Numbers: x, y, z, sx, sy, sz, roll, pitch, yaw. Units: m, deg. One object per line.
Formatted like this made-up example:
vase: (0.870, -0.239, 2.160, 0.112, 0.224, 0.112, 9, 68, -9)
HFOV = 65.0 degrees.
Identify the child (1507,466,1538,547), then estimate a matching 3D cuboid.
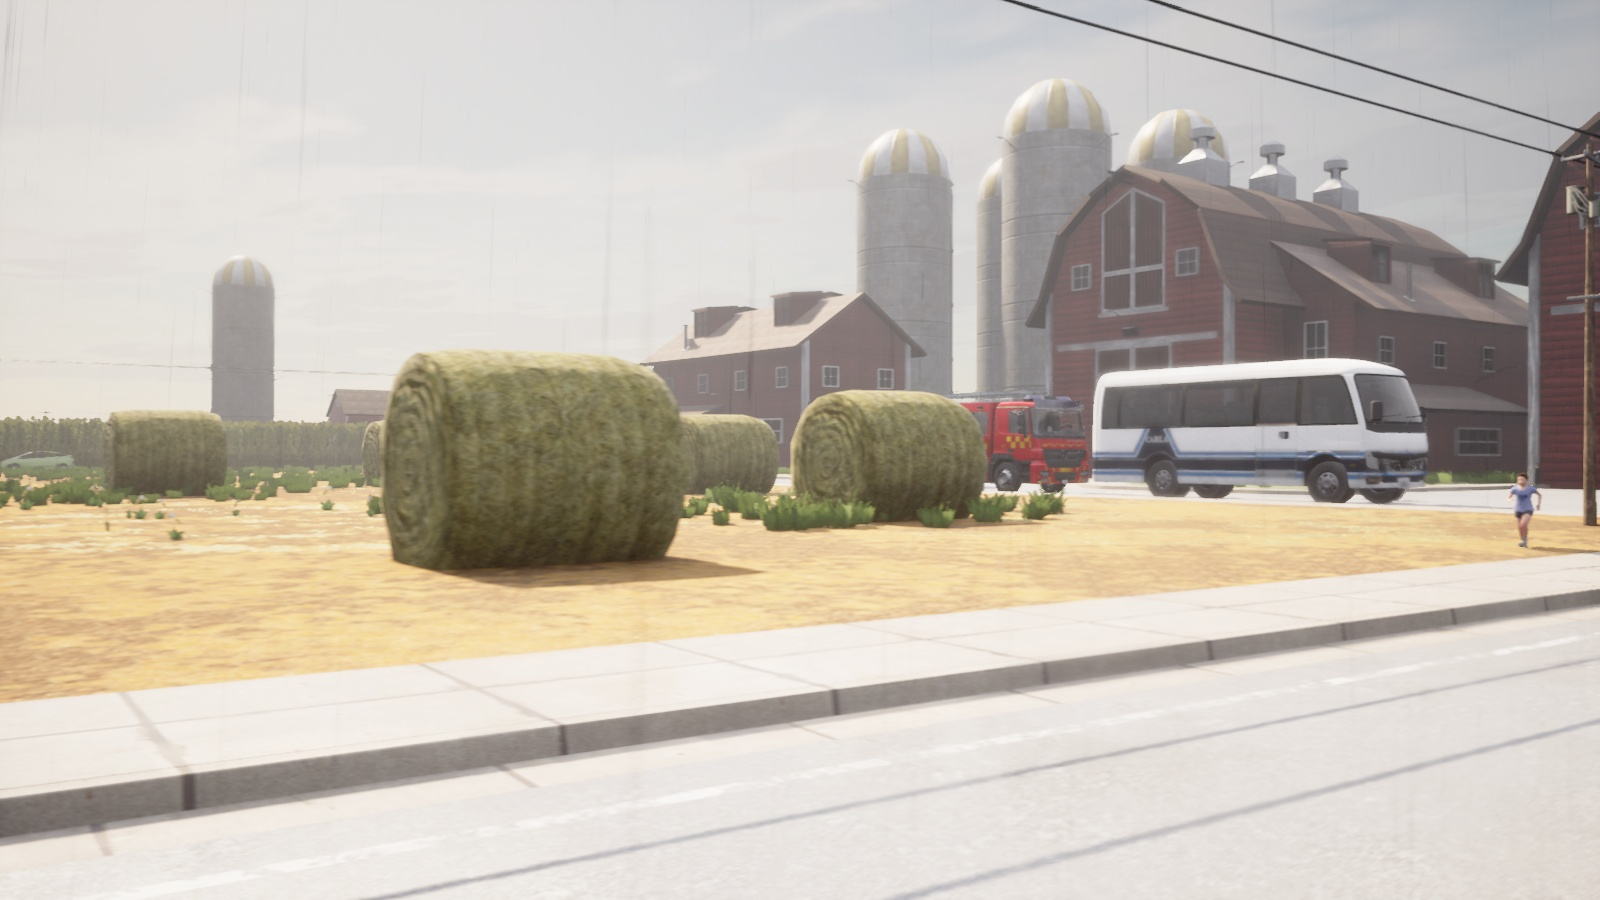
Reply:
child: (10.121, 0.780, 17.581, 0.394, 1.110, 0.255, 0, 0, -41)

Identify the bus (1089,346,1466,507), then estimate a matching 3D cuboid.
bus: (14.153, -0.598, 38.394, 3.944, 4.253, 10.273, 0, 0, -36)

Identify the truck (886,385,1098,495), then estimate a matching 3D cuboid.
truck: (7.131, -0.345, 48.100, 2.891, 3.827, 8.468, 0, 0, -36)
